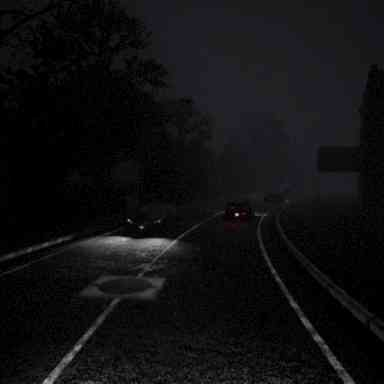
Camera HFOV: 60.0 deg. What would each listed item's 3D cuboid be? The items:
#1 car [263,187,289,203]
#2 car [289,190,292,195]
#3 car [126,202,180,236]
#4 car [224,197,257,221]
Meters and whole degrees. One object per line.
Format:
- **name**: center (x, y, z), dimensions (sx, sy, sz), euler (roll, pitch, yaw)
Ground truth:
- **car**: center (10.290, 0.502, 41.352), dimensions (1.882, 1.535, 5.008), euler (3, 3, 27)
- **car**: center (15.267, -0.130, 56.474), dimensions (2.033, 1.411, 5.357), euler (4, 5, 36)
- **car**: center (-1.819, 1.242, 17.012), dimensions (1.812, 1.442, 4.674), euler (1, 1, 10)
- **car**: center (3.482, 1.123, 23.709), dimensions (1.837, 1.490, 4.892), euler (2, 2, 14)
